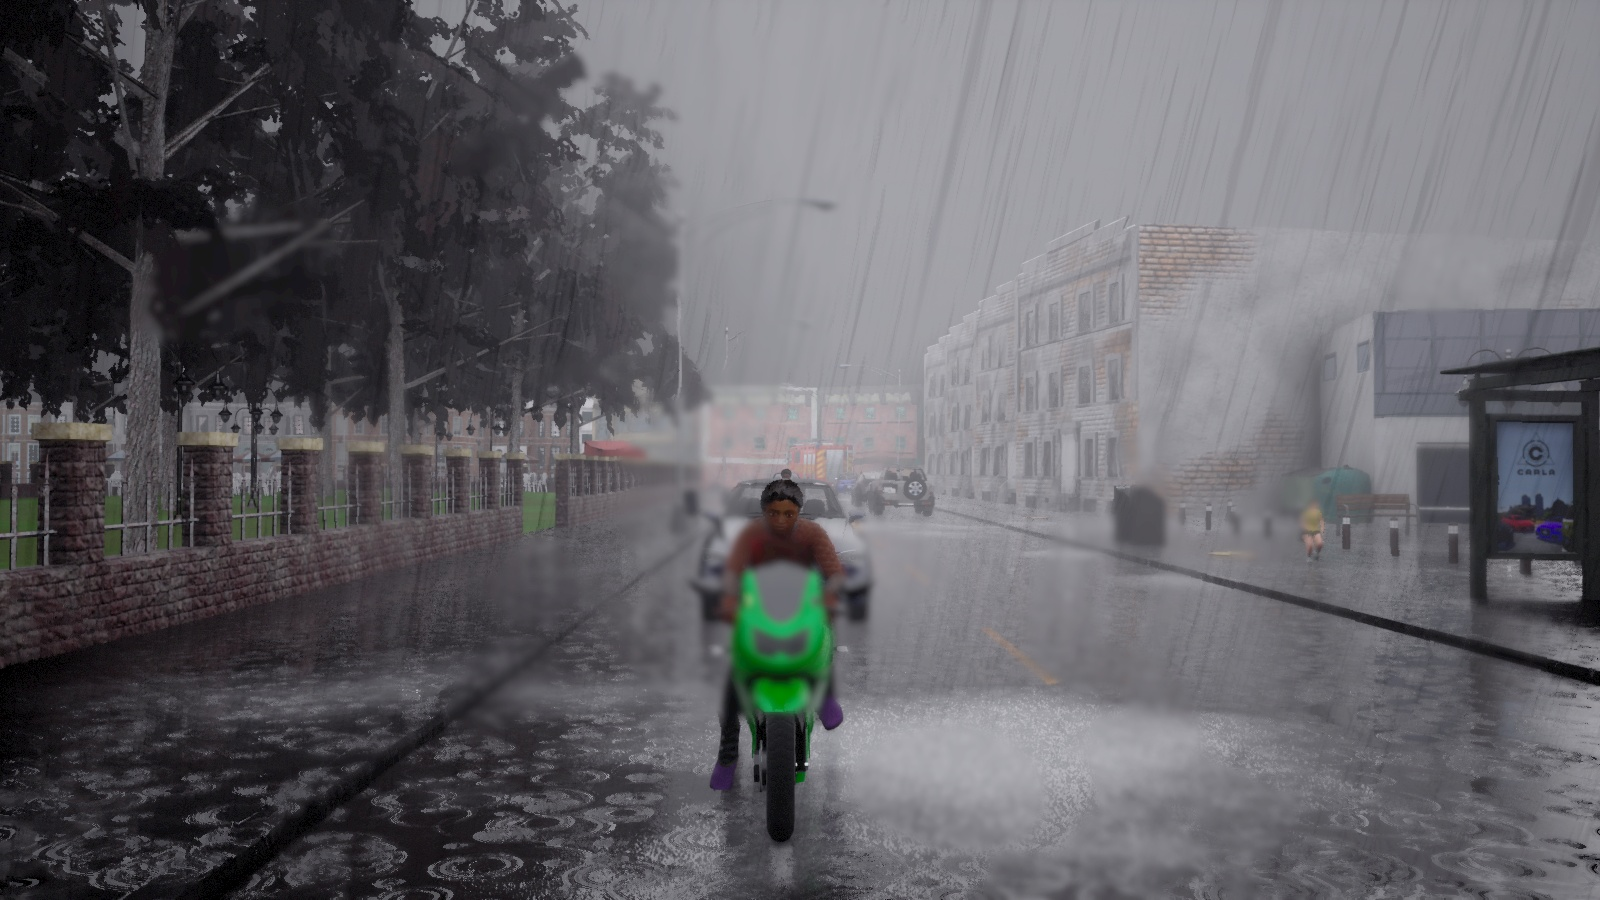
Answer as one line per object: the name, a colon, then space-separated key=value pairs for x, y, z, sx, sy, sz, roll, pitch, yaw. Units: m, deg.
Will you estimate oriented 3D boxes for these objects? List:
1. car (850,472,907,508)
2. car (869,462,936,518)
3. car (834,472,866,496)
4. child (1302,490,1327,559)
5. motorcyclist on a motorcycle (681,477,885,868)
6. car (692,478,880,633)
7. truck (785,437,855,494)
car: x=3.417 y=1.731 z=55.508 sx=2.163 sy=1.488 sz=4.792 roll=0 pitch=-1 yaw=-1
car: x=3.543 y=1.355 z=44.063 sx=1.932 sy=1.855 sz=4.605 roll=0 pitch=-1 yaw=-1
car: x=3.144 y=2.156 z=80.022 sx=1.816 sy=1.474 sz=4.193 roll=0 pitch=-1 yaw=-1
child: x=8.411 y=1.208 z=20.535 sx=0.255 sy=1.110 sz=0.394 roll=0 pitch=-1 yaw=5
motorcyclist on a motorcycle: x=-0.078 y=0.897 z=5.979 sx=0.797 sy=1.523 sz=2.044 roll=0 pitch=-1 yaw=-1
car: x=-0.158 y=1.068 z=14.272 sx=1.816 sy=1.474 sz=4.193 roll=0 pitch=-1 yaw=-1
truck: x=1.336 y=1.139 z=89.504 sx=2.891 sy=3.827 sz=8.468 roll=0 pitch=-1 yaw=-14
